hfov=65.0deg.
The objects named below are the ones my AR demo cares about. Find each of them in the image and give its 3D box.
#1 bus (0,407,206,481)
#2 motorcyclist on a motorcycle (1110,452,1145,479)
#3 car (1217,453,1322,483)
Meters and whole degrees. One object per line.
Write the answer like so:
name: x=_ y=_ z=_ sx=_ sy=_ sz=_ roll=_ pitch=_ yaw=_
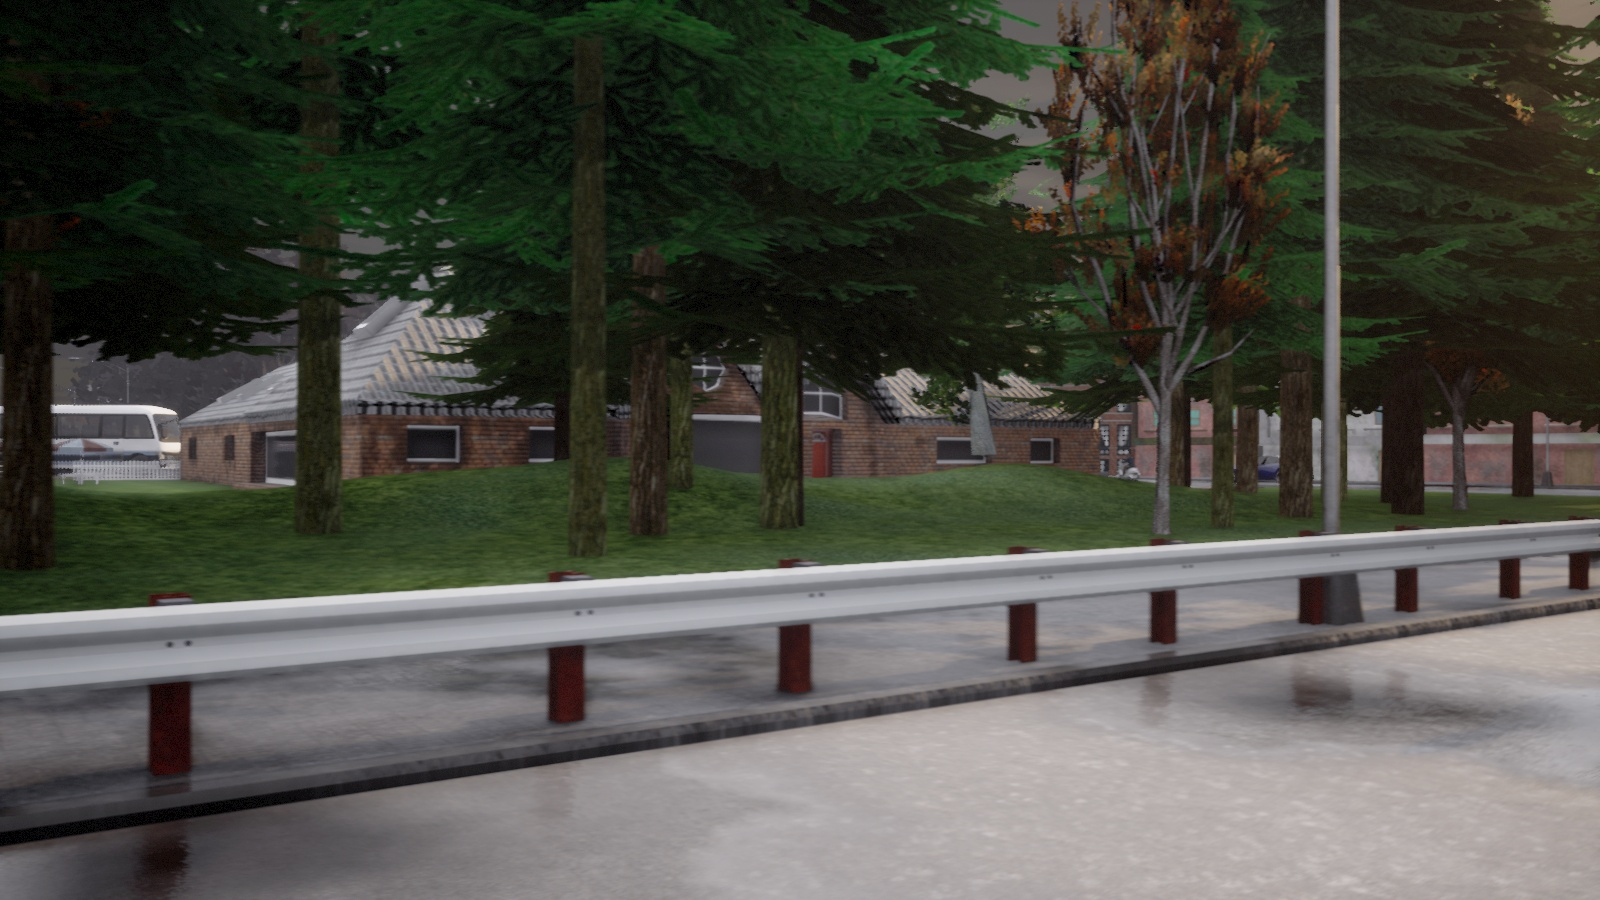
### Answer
bus: x=-40.966 y=-0.354 z=73.818 sx=10.273 sy=4.253 sz=3.944 roll=0 pitch=1 yaw=1
motorcyclist on a motorcycle: x=19.157 y=0.898 z=73.490 sx=0.866 sy=1.590 sz=1.817 roll=0 pitch=0 yaw=-35
car: x=24.512 y=0.915 z=65.748 sx=2.163 sy=1.488 sz=4.792 roll=0 pitch=0 yaw=-35
